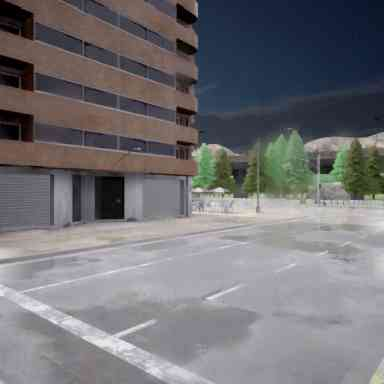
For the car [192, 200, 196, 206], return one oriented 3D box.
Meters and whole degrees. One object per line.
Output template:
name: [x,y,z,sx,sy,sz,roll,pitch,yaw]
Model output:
car: [-1.594,1.422,52.539,5.008,1.535,1.882,0,0,36]
